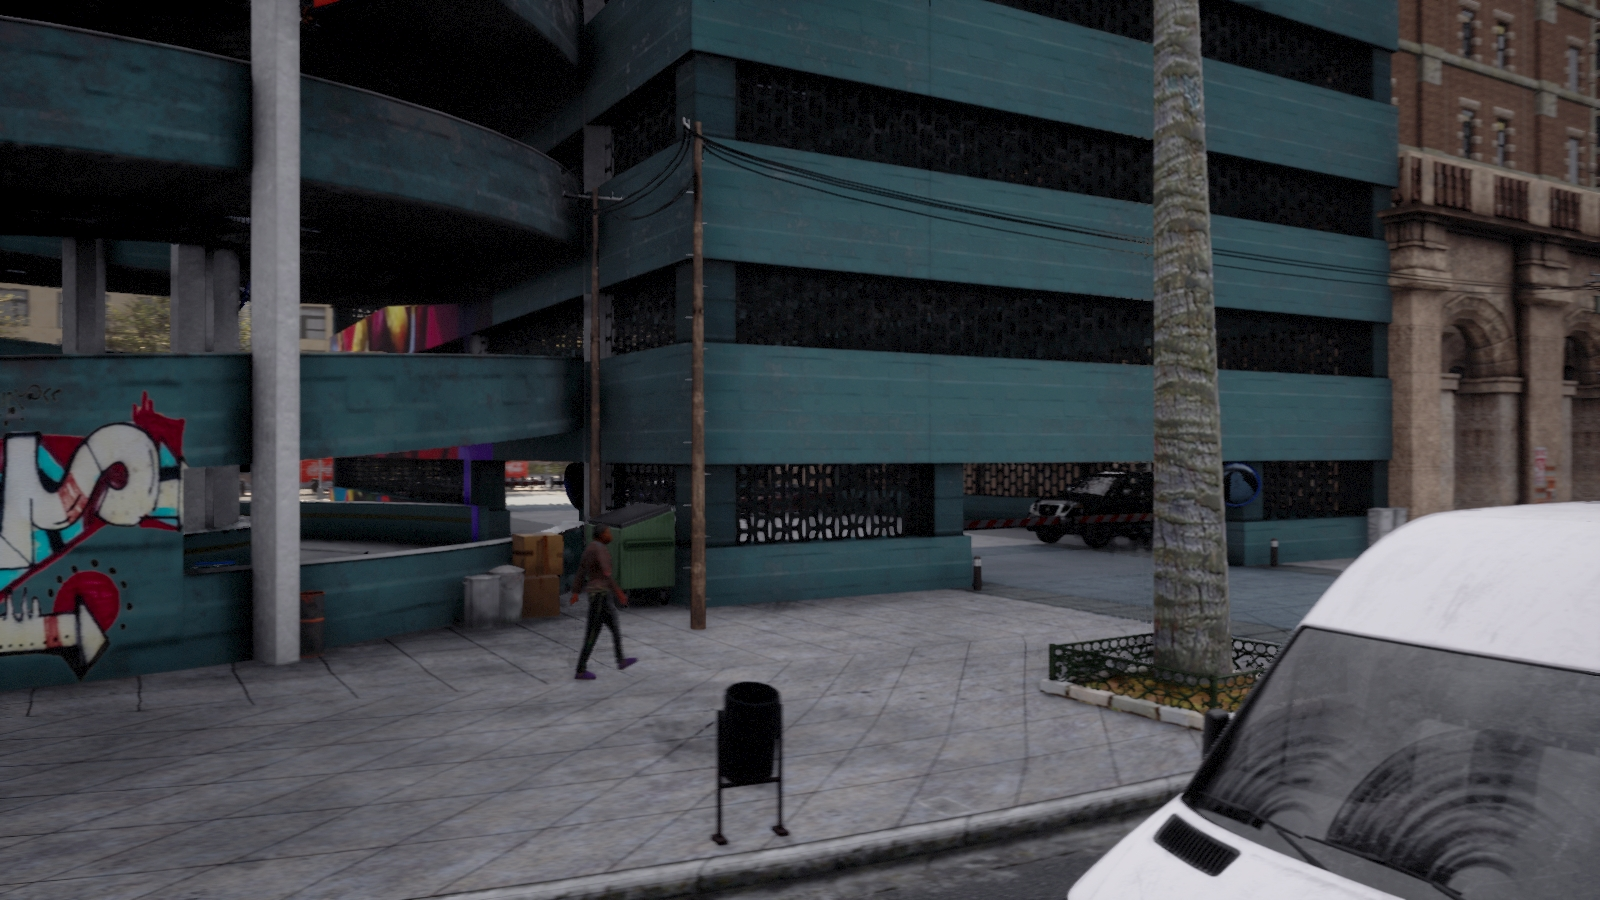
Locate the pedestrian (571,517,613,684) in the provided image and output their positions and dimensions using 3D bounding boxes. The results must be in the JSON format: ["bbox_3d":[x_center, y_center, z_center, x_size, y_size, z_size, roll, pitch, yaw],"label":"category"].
[{"bbox_3d":[-2.401,1.715,13.187,0.375,1.860,0.375,0,0,-28],"label":"pedestrian"}]

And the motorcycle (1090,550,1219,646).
[{"bbox_3d":[5.349,2.202,17.238,1.805,1.236,0.856,0,0,-30],"label":"motorcycle"}]

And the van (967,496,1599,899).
[{"bbox_3d":[3.734,1.539,4.913,5.915,2.561,1.988,0,0,-27],"label":"van"}]
